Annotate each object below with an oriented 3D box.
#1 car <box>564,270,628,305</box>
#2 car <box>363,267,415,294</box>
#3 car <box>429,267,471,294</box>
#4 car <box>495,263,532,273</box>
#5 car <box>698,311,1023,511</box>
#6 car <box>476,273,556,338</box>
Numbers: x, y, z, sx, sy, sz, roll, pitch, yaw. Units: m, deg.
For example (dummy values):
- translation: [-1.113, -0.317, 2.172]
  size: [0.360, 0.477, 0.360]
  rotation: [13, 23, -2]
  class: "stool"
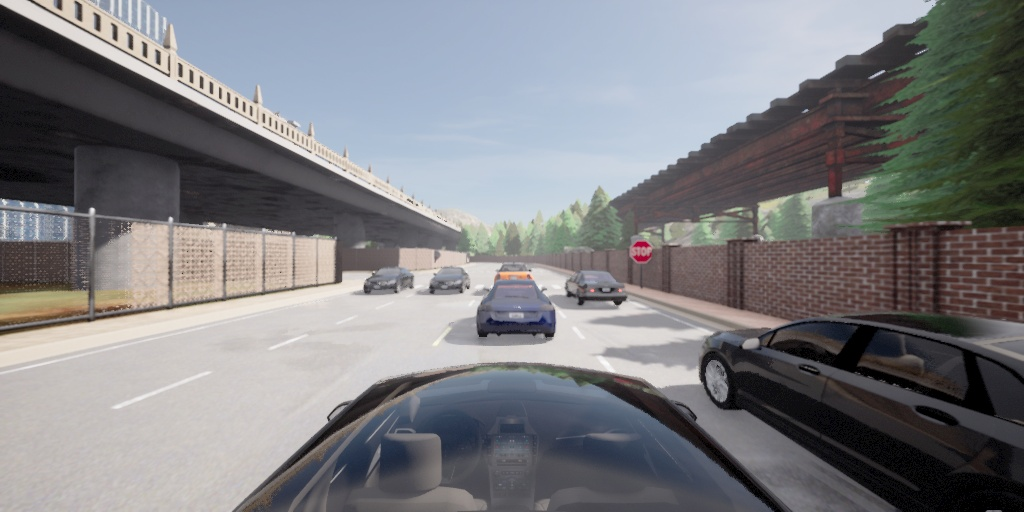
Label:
- translation: [3.595, 1.349, 16.201]
  size: [2.033, 1.411, 5.357]
  rotation: [0, 0, 0]
  class: "car"
- translation: [-7.007, 1.354, 20.952]
  size: [1.812, 1.442, 4.674]
  rotation: [0, 0, 0]
  class: "car"
- translation: [-3.507, 1.350, 20.903]
  size: [1.812, 1.442, 4.674]
  rotation: [0, 0, 0]
  class: "car"
- translation: [0.102, 1.170, 20.986]
  size: [2.097, 1.767, 4.553]
  rotation: [0, 0, 0]
  class: "car"
- translation: [3.595, 1.261, 3.248]
  size: [1.837, 1.490, 4.892]
  rotation: [0, 0, 0]
  class: "car"
- translation: [0.095, 1.344, 10.269]
  size: [1.994, 1.385, 4.181]
  rotation: [0, 0, 0]
  class: "car"
